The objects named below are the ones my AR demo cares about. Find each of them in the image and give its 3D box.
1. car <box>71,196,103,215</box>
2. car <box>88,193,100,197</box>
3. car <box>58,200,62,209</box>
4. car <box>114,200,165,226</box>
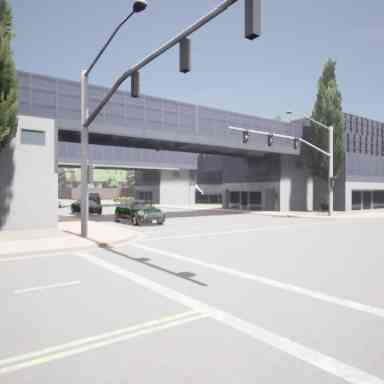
[{"bbox_3d":[-10.411,1.475,32.672,1.882,1.535,5.008,0,0,-36],"label":"car"},{"bbox_3d":[-16.441,1.217,53.186,2.150,2.045,5.566,0,0,-36],"label":"car"},{"bbox_3d":[-18.677,1.487,44.053,2.128,1.511,4.902,0,0,-36],"label":"car"},{"bbox_3d":[-3.771,1.350,23.552,2.097,1.767,4.553,0,0,-36],"label":"car"}]
